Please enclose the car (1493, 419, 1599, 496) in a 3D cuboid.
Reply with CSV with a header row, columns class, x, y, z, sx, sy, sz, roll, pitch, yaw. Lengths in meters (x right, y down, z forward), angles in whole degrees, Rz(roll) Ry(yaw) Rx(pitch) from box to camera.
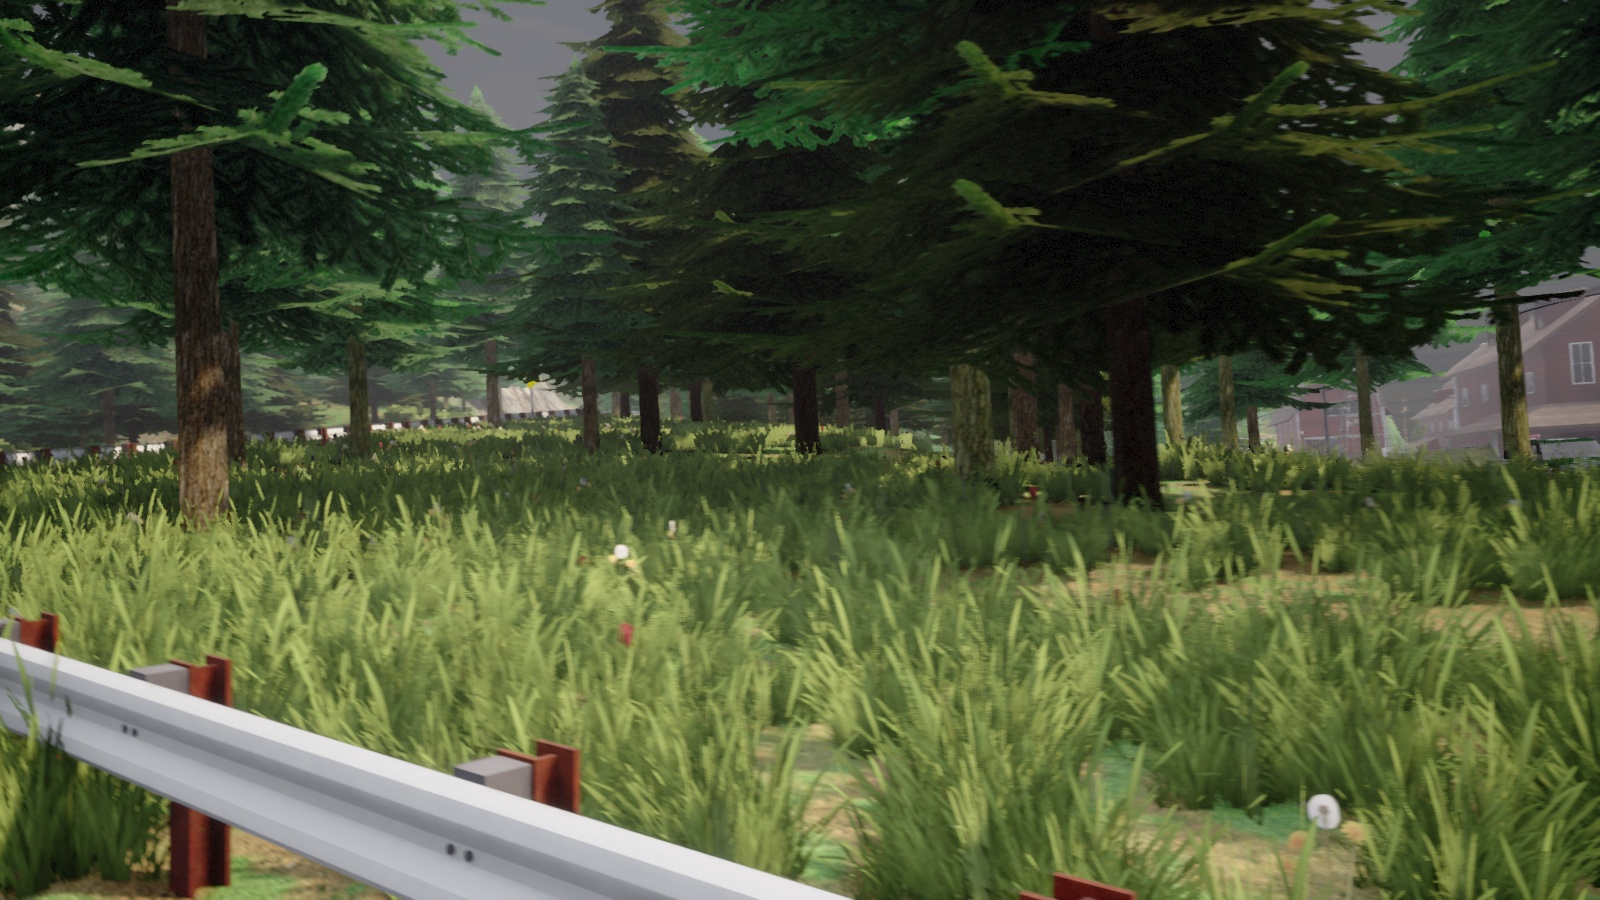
class,x,y,z,sx,sy,sz,roll,pitch,yaw
car,22.840,0.225,37.573,2.150,2.045,5.566,-5,-2,14
